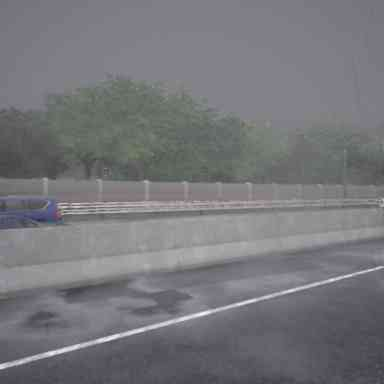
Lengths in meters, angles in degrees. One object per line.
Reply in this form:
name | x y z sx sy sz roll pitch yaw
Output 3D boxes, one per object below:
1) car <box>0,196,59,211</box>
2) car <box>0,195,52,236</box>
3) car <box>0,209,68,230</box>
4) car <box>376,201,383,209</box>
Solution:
car | -8.723 1.218 14.954 5.566 2.045 2.150 0 0 -35
car | -10.727 1.216 17.823 5.566 2.045 2.150 0 0 -35
car | -7.117 1.544 11.805 5.357 1.411 2.033 0 0 -35
car | 25.566 1.598 42.583 4.902 1.511 2.128 0 0 -33
